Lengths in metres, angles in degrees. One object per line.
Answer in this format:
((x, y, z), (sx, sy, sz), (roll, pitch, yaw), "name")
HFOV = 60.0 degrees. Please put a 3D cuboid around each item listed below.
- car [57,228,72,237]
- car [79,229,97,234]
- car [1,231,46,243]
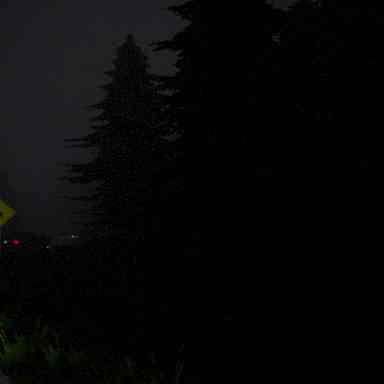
((-21.092, 6.666, 54.936), (1.994, 1.385, 4.181), (0, -6, -29), "car")
((-13.519, 5.284, 43.245), (1.882, 1.535, 5.008), (0, -5, -11), "car")
((-12.516, 3.657, 24.904), (2.033, 1.411, 5.357), (0, -6, -1), "car")
